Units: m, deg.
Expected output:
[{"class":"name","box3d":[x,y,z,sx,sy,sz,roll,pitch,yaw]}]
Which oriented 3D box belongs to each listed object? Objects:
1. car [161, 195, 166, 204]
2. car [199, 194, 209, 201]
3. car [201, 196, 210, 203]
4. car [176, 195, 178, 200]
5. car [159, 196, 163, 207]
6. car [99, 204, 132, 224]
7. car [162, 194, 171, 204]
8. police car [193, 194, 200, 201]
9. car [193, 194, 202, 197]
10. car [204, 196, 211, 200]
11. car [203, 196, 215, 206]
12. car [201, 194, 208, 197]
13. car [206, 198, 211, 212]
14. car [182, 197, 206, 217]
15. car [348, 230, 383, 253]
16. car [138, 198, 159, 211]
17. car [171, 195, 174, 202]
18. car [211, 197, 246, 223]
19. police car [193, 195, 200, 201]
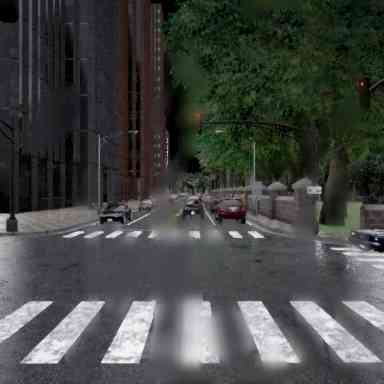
[{"class":"car","box3d":[-5.599,1.623,52.519,1.802,1.307,4.206,0,0,0]},{"class":"car","box3d":[3.029,1.400,85.238,2.192,1.841,5.009,0,0,0]},{"class":"car","box3d":[2.995,1.593,74.495,1.752,1.417,4.829,0,0,0]},{"class":"car","box3d":[-5.479,1.534,90.718,1.967,1.590,4.097,0,0,0]},{"class":"car","box3d":[-5.616,1.617,47.062,1.802,1.307,4.206,0,0,0]},{"class":"car","box3d":[-5.685,1.577,25.234,1.947,1.339,4.313,0,0,0]},{"class":"car","box3d":[-5.565,1.635,63.433,1.802,1.307,4.206,0,0,0]},{"class":"police car","box3d":[1.188,1.522,91.988,1.930,1.638,5.238,0,0,0]},{"class":"car","box3d":[0.244,1.524,57.534,1.882,1.535,5.008,0,0,0]},{"class":"car","box3d":[2.892,1.579,41.586,2.008,1.369,4.403,0,0,0]},{"class":"car","box3d":[2.943,1.487,57.956,1.967,1.590,4.097,0,0,0]},{"class":"car","box3d":[2.926,1.481,52.499,1.967,1.590,4.097,0,0,0]},{"class":"car","box3d":[2.875,1.588,36.129,1.947,1.339,4.313,0,0,0]},{"class":"car","box3d":[0.134,1.523,31.352,1.837,1.490,4.892,0,0,1]},{"class":"car","box3d":[8.678,1.802,12.888,4.718,1.301,1.895,1,0,-6]},{"class":"car","box3d":[-5.633,1.579,41.605,2.008,1.369,4.403,0,0,0]},{"class":"car","box3d":[-5.547,1.375,68.890,2.192,1.841,5.009,0,0,0]},{"class":"car","box3d":[2.841,1.326,25.217,2.192,1.841,5.009,0,0,0]},{"class":"police car","box3d":[1.151,1.512,85.988,1.930,1.638,5.238,0,0,0]}]
